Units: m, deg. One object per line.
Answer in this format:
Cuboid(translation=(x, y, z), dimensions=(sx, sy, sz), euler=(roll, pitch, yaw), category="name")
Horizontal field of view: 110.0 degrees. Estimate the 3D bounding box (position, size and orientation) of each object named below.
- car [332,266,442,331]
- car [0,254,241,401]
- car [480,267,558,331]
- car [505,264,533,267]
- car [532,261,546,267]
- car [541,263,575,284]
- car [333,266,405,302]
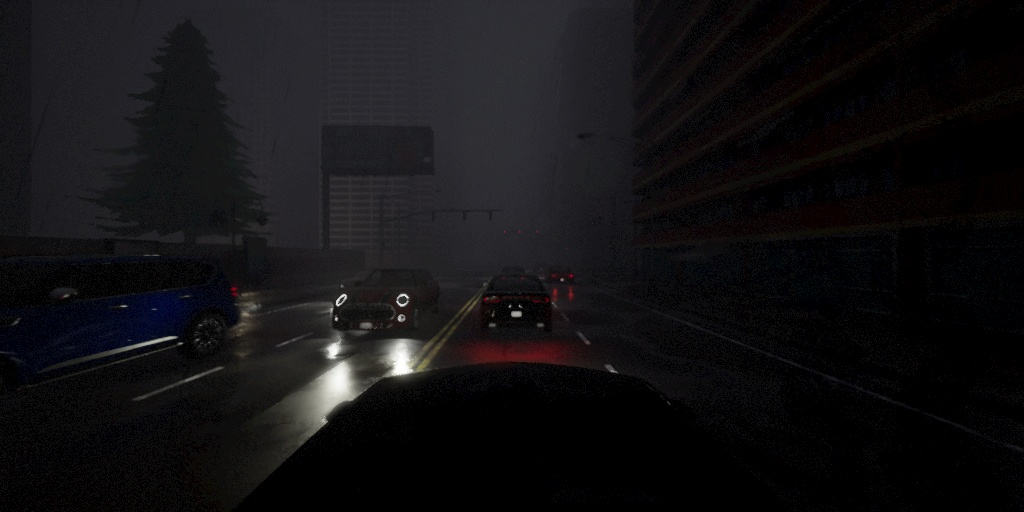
Cuboid(translation=(-3.586, 1.129, 11.063), dimensions=(2.097, 1.767, 4.553), euler=(0, 0, 0), category="car")
Cuboid(translation=(-7.095, 0.982, 5.609), dimensions=(2.150, 2.045, 5.566), euler=(0, 0, 0), category="car")
Cuboid(translation=(0.104, 1.255, 11.052), dimensions=(1.882, 1.535, 5.008), euler=(0, 0, 0), category="car")
Cuboid(translation=(0.066, 1.360, 23.527), dimensions=(2.033, 1.411, 5.357), euler=(0, 0, 0), category="car")
Cuboid(translation=(3.613, 1.384, 46.460), dimensions=(1.837, 1.490, 4.892), euler=(0, 0, 0), category="car")
Cuboid(translation=(3.592, 1.426, 27.778), dimensions=(1.895, 1.301, 4.718), euler=(0, 0, 0), category="car")
Cuboid(translation=(-7.062, 1.324, 18.347), dimensions=(1.812, 1.442, 4.674), euler=(0, 0, 0), category="car")
